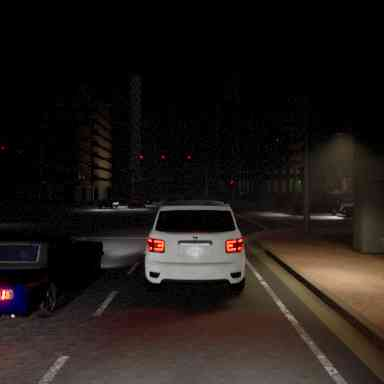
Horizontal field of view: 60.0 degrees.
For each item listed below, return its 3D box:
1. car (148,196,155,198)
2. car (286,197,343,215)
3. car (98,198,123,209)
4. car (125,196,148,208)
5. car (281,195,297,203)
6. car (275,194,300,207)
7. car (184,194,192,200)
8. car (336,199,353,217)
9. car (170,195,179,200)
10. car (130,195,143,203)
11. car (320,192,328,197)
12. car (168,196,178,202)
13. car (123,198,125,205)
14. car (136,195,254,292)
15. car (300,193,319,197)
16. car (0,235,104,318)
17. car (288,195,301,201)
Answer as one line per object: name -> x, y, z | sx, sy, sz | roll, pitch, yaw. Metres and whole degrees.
car -> -7.943, 1.505, 57.387 | 1.837, 1.490, 4.892 | 0, 0, 0
car -> 12.294, 1.505, 32.896 | 4.892, 1.490, 1.837 | 0, 0, 0
car -> -11.407, 1.547, 45.705 | 2.033, 1.411, 5.357 | 0, 0, 0
car -> -7.912, 1.477, 47.804 | 1.882, 1.535, 5.008 | 0, 0, 0
car -> 18.817, 1.395, 64.543 | 1.970, 1.475, 3.806 | 0, 0, 0
car -> 13.236, 1.153, 47.125 | 1.932, 1.855, 4.605 | 0, 0, 0
car -> -0.990, 1.303, 85.825 | 1.882, 1.535, 5.008 | 0, 0, 0
car -> 15.449, 1.564, 29.361 | 4.181, 1.385, 1.994 | 0, 0, 1
car -> -4.490, 1.378, 85.809 | 1.994, 1.385, 4.181 | 0, 0, 0
car -> -11.412, 1.477, 68.709 | 1.882, 1.535, 5.008 | 0, 0, 0
car -> 30.148, 1.153, 79.707 | 1.932, 1.855, 4.605 | 0, 0, 0
car -> -4.453, 1.550, 77.656 | 1.994, 1.385, 4.181 | 0, 0, 0
car -> -11.439, 1.601, 55.301 | 1.895, 1.301, 4.718 | 0, 0, 0
car -> 0.093, 1.221, 9.100 | 2.150, 2.045, 5.566 | 0, 0, 1
car -> 16.130, 1.156, 47.073 | 1.905, 1.878, 3.866 | 0, 0, 0
car -> -3.420, 1.601, 7.348 | 1.895, 1.301, 4.718 | 0, 0, 1
car -> 24.570, 1.395, 79.651 | 1.970, 1.475, 3.806 | 0, 0, 0
